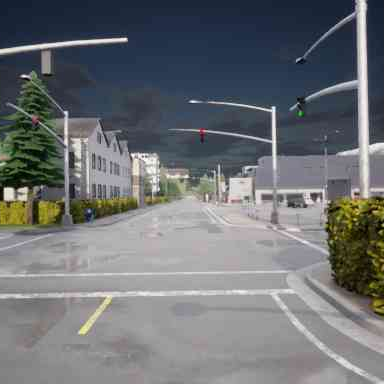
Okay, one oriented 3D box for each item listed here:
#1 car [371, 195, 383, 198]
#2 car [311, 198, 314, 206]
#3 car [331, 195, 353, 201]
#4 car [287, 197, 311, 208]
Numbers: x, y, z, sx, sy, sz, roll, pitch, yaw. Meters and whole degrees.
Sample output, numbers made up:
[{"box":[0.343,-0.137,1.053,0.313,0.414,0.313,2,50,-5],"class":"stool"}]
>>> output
[{"box":[19.127,1.183,31.256,1.905,1.878,3.866,-1,-1,0],"class":"car"},{"box":[19.090,1.573,56.182,1.970,1.475,3.806,-1,-1,0],"class":"car"},{"box":[25.504,1.398,56.519,2.152,1.636,5.027,-1,-1,0],"class":"car"},{"box":[15.442,1.629,49.125,2.007,1.523,4.514,-1,-1,0],"class":"car"}]
